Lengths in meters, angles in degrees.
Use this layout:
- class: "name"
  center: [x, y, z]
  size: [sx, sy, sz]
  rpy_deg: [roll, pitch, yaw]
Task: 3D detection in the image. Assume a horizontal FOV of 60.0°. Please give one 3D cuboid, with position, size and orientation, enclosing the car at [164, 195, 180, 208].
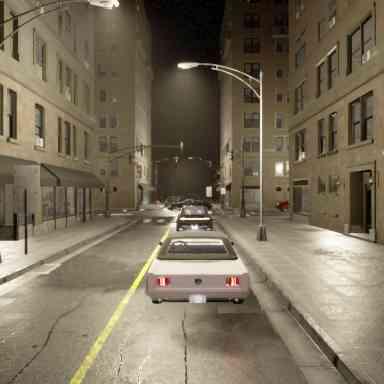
- class: "car"
  center: [-2.831, 1.398, 48.992]
  size: [2.097, 1.767, 4.553]
  rpy_deg: [0, 0, 0]

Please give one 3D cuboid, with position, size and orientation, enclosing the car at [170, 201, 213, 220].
- class: "car"
  center: [0.111, 1.499, 18.308]
  size: [2.128, 1.511, 4.902]
  rpy_deg: [0, 0, -1]

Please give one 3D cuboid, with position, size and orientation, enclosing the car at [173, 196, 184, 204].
- class: "car"
  center: [-2.744, 1.583, 68.349]
  size: [1.837, 1.490, 4.892]
  rpy_deg: [0, 0, 1]

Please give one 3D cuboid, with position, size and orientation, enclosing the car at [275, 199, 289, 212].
- class: "car"
  center: [12.277, 1.353, 38.548]
  size: [5.009, 1.841, 2.192]
  rpy_deg: [0, 0, 0]

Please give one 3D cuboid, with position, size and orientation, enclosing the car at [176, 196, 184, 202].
- class: "car"
  center: [-2.729, 1.615, 78.376]
  size: [1.812, 1.442, 4.674]
  rpy_deg: [0, 0, 0]

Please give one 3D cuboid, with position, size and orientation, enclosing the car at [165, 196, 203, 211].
- class: "car"
  center: [-0.217, 1.518, 35.978]
  size: [4.902, 1.511, 2.128]
  rpy_deg: [0, 0, 0]

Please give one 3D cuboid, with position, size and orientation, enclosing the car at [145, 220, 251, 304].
- class: "car"
  center: [0.106, 1.602, 8.087]
  size: [1.895, 1.301, 4.718]
  rpy_deg: [0, 0, 0]

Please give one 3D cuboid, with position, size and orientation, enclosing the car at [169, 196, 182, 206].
- class: "car"
  center: [-2.815, 1.550, 58.202]
  size: [2.128, 1.511, 4.902]
  rpy_deg: [0, 0, 0]
